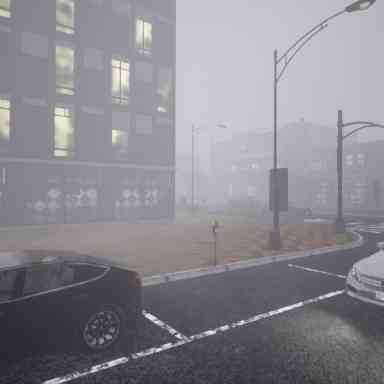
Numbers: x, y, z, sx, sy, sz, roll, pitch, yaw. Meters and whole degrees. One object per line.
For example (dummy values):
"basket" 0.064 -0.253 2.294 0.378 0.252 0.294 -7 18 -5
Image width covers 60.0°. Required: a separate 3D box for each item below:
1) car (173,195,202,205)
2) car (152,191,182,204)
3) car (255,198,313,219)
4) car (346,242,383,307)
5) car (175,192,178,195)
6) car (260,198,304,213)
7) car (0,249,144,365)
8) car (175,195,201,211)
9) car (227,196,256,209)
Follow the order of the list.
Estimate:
"car" -0.691 1.101 47.589 2.008 1.369 4.403 1 0 -36
"car" -3.977 0.793 52.052 2.192 1.841 5.009 1 0 -36
"car" 7.511 1.356 26.694 1.994 1.385 4.181 0 1 -36
"car" 5.177 1.526 7.008 4.674 1.442 1.812 0 0 -35
"car" -0.958 1.093 38.182 1.882 1.535 5.008 0 1 -36
"car" 9.182 1.340 34.195 1.802 1.307 4.206 1 0 -36
"car" -2.756 1.566 4.588 4.313 1.339 1.947 0 0 -36
"car" -0.855 1.230 33.688 1.802 1.307 4.206 1 0 -36
"car" 5.892 1.130 38.661 1.967 1.590 4.097 1 0 -36
